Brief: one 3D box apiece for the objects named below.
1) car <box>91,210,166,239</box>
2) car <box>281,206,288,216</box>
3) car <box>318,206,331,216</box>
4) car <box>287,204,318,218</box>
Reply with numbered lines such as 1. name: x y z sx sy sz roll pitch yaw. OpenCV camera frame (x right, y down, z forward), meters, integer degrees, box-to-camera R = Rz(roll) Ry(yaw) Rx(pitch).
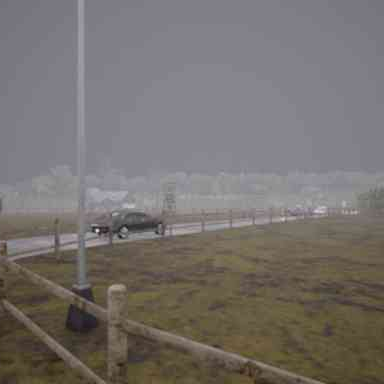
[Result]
1. car: -3.480 1.800 19.168 1.837 1.490 4.892 -2 -3 36
2. car: 14.908 2.685 49.354 2.097 1.767 4.553 -2 -3 36
3. car: 20.537 2.965 52.445 1.812 1.442 4.674 -2 -3 36
4. car: 14.803 2.675 44.404 1.994 1.385 4.181 -2 -3 36
